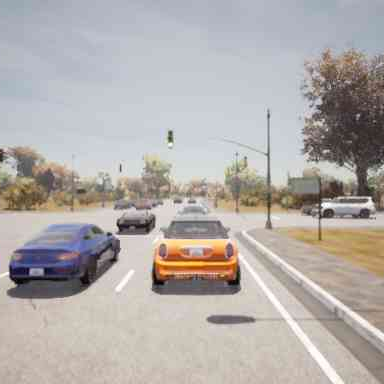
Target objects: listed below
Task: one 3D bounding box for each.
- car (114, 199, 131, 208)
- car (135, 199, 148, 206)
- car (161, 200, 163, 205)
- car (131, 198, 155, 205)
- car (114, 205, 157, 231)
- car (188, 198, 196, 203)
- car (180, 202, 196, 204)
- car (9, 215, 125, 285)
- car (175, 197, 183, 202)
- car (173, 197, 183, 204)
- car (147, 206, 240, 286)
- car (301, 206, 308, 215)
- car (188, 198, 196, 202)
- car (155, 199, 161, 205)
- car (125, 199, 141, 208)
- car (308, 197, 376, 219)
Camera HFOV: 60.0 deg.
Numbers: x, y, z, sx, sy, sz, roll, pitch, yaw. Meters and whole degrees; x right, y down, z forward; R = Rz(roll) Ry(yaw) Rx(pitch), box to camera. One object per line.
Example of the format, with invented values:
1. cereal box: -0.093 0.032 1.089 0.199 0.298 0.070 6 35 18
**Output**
1. car: -10.597 1.891 50.849 1.837 1.490 4.892 0 0 0
2. car: -10.514 2.080 69.476 1.994 1.385 4.181 0 0 0
3. car: -7.014 2.076 68.991 1.994 1.385 4.181 0 0 0
4. car: -7.080 1.721 48.586 2.097 1.767 4.553 0 0 -1
5. car: -3.404 1.762 21.198 1.895 1.301 4.718 0 0 0
6. car: 0.025 2.281 90.449 1.895 1.301 4.718 0 0 1
7. car: 0.095 1.675 22.079 1.837 1.490 4.892 0 0 0
8. car: -3.400 1.600 9.585 1.812 1.442 4.674 0 0 0
9. car: -3.473 2.062 90.692 1.812 1.442 4.674 0 0 1
10. car: -3.512 2.101 80.283 1.837 1.490 4.892 0 0 0
11. car: 0.099 1.427 9.769 2.097 1.767 4.553 0 0 0
12. car: 14.078 1.772 35.301 4.892 1.490 1.837 0 0 3
13. car: -0.012 2.162 80.412 1.994 1.385 4.181 0 0 0
14. car: -7.074 2.038 57.573 1.895 1.301 4.718 0 0 1
15. car: -10.541 2.017 59.729 1.994 1.385 4.181 0 0 2
16. car: 14.460 1.462 31.774 5.566 2.045 2.150 0 0 3
